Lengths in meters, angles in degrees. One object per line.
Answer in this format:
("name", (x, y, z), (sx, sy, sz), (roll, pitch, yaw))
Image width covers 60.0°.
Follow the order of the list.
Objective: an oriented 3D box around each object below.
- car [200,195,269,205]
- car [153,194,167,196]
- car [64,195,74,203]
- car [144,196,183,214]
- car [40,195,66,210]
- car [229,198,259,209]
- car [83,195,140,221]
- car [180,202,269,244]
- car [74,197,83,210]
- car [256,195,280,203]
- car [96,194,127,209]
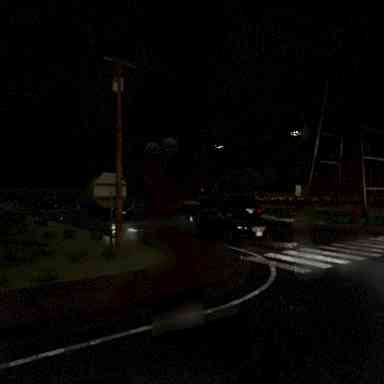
("car", (1.956, 1.212, 20.944), (2.150, 2.045, 5.566), (0, 0, -29))
("car", (-6.528, 1.284, 62.274), (4.605, 1.855, 1.932), (0, 0, -36))
("car", (-25.507, 1.465, 65.722), (4.611, 1.667, 2.242), (0, 0, -36))
("car", (-2.734, 1.490, 35.686), (4.193, 1.474, 1.816), (0, 0, -36))
("car", (-18.210, 1.498, 42.893), (1.837, 1.490, 4.892), (0, 0, -36))
("car", (6.927, 1.495, 44.265), (3.905, 1.438, 1.784), (0, 0, -36))
("car", (-6.759, 1.214, 27.411), (2.150, 2.045, 5.566), (0, 0, -37))
("car", (1.629, 1.483, 16.023), (2.128, 1.511, 4.902), (0, 0, -29))
("car", (-12.548, 1.340, 41.346), (2.097, 1.767, 4.553), (0, 0, -38))
("car", (15.837, 1.456, 69.700), (1.837, 1.490, 4.892), (0, 0, -36))
("car", (-11.175, 1.298, 46.215), (3.866, 1.878, 1.905), (0, 0, -36))
